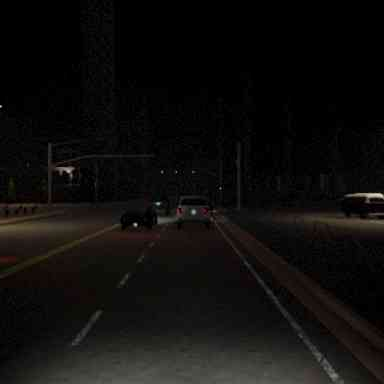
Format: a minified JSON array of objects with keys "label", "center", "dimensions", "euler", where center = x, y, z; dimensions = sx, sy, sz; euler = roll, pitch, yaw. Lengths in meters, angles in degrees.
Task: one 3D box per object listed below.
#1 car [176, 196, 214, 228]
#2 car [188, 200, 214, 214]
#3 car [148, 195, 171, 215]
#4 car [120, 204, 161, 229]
[{"label":"car","center":[0.098,1.301,23.073],"dimensions":[2.150,2.045,5.566],"euler":[0,0,0]},{"label":"car","center":[1.122,1.679,38.664],"dimensions":[1.994,1.385,4.181],"euler":[0,0,18]},{"label":"car","center":[-3.576,1.341,36.418],"dimensions":[2.150,2.045,5.566],"euler":[0,0,-3]},{"label":"car","center":[-3.403,1.677,22.189],"dimensions":[1.895,1.301,4.718],"euler":[0,0,0]}]
